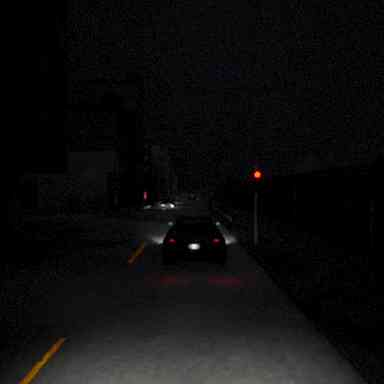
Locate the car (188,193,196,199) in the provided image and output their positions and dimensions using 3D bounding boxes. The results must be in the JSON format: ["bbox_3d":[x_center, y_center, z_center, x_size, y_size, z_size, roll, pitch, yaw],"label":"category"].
[{"bbox_3d":[0.006,1.067,85.317,1.882,1.535,5.008,0,0,0],"label":"car"}]

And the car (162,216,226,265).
[{"bbox_3d":[0.076,1.531,11.580,1.994,1.385,4.181,0,0,0],"label":"car"}]

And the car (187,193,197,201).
[{"bbox_3d":[0.008,1.303,74.897,2.128,1.511,4.902,0,0,0],"label":"car"}]

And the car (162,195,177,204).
[{"bbox_3d":[-4.040,1.438,57.261,1.895,1.301,4.718,0,0,1],"label":"car"}]
